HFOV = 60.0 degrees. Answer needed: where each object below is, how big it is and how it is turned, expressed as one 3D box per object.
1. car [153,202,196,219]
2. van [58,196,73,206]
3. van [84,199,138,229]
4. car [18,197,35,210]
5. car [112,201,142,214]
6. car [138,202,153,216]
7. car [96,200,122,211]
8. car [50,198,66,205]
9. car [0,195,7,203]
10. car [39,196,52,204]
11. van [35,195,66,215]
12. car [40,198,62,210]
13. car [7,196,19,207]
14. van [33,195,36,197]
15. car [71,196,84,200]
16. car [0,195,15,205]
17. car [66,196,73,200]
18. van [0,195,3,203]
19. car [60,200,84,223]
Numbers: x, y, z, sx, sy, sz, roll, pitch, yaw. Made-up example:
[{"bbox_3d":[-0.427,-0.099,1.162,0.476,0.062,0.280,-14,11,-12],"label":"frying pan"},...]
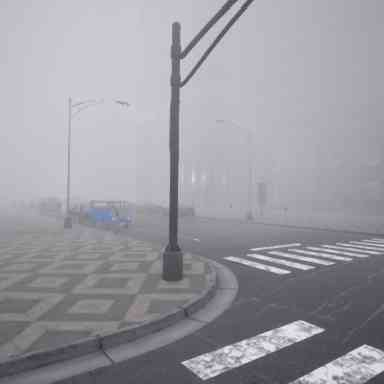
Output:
[{"bbox_3d":[-1.457,1.710,30.667,1.887,1.381,4.507,1,-1,-35],"label":"car"},{"bbox_3d":[-23.778,1.655,62.254,1.690,1.788,3.998,1,-1,-35],"label":"van"},{"bbox_3d":[-5.265,1.336,21.236,1.690,1.788,3.998,1,-1,-35],"label":"van"},{"bbox_3d":[-21.203,1.681,43.798,1.802,1.307,4.206,1,-1,-35],"label":"car"},{"bbox_3d":[-7.835,1.752,39.691,1.887,1.381,4.507,1,-1,-35],"label":"car"},{"bbox_3d":[-4.646,1.731,35.179,1.887,1.381,4.507,1,-1,-35],"label":"car"},{"bbox_3d":[-11.122,1.754,44.342,1.752,1.417,4.829,1,-1,-35],"label":"car"},{"bbox_3d":[-26.969,1.886,66.764,2.008,1.369,4.403,1,-1,-35],"label":"car"},{"bbox_3d":[-43.509,1.564,75.392,2.192,1.841,5.009,1,-1,-35],"label":"car"},{"bbox_3d":[-33.347,1.818,75.790,1.967,1.590,4.097,1,-1,-35],"label":"car"},{"bbox_3d":[-14.826,1.397,34.775,1.690,1.788,3.998,1,-1,-35],"label":"van"},{"bbox_3d":[-19.712,1.658,46.500,1.837,1.490,4.892,1,-1,-35],"label":"car"},{"bbox_3d":[-27.576,1.692,52.825,2.008,1.369,4.403,1,-1,-35],"label":"car"},{"bbox_3d":[-36.534,1.741,80.303,1.690,1.788,3.998,1,-1,-35],"label":"van"},{"bbox_3d":[-17.402,1.816,53.228,1.887,1.381,4.507,1,-1,-35],"label":"car"},{"bbox_3d":[-37.039,1.731,66.225,1.752,1.417,4.829,1,-1,-35],"label":"car"},{"bbox_3d":[-20.589,1.607,57.742,2.192,1.841,5.009,1,-1,-35],"label":"car"},{"bbox_3d":[-46.697,1.613,79.905,1.690,1.788,3.998,1,-1,-35],"label":"van"},{"bbox_3d":[-8.454,1.559,25.747,1.887,1.381,4.507,1,-1,-35],"label":"car"}]
